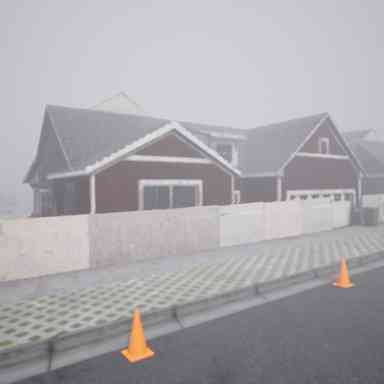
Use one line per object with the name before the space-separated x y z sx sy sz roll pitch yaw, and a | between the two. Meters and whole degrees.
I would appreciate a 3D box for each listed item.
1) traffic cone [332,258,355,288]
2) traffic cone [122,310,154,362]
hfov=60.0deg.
traffic cone | 3.356 1.764 7.375 0.340 0.580 0.340 -2 1 -35
traffic cone | -0.742 1.901 4.514 0.340 0.580 0.340 -2 1 -35
